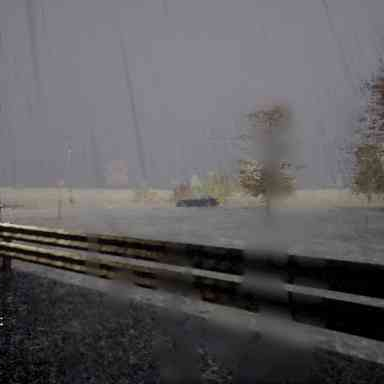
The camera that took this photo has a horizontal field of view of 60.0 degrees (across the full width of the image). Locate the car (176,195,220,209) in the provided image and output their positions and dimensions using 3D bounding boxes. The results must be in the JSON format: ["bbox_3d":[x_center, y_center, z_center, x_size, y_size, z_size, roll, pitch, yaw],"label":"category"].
[{"bbox_3d":[0.645,1.125,37.325,4.902,1.511,2.128,0,0,12],"label":"car"}]
